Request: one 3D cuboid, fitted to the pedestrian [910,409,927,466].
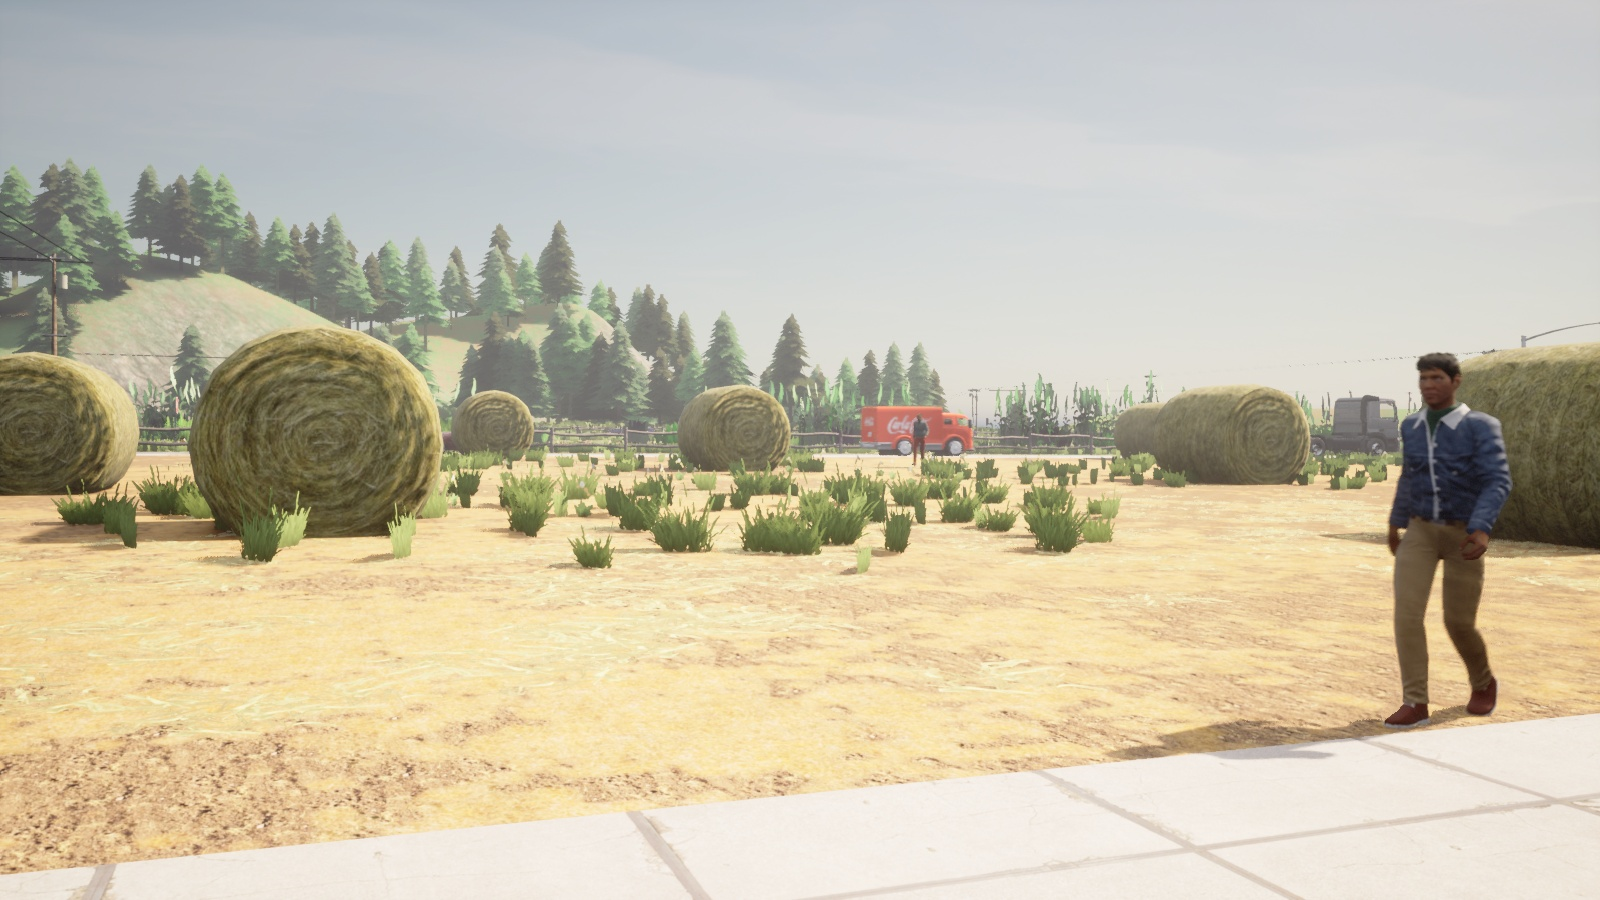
[{"bbox_3d":[3.883,-0.414,41.149,0.353,1.847,0.614,0,1,24],"label":"pedestrian"}]

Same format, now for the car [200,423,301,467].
[{"bbox_3d":[-24.164,-0.248,55.350,3.866,1.878,1.905,-1,1,-17],"label":"car"}]

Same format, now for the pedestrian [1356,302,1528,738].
[{"bbox_3d":[3.080,0.305,6.012,0.788,1.949,0.423,-1,1,-36],"label":"pedestrian"}]

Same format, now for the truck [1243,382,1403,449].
[{"bbox_3d":[28.178,-1.856,67.656,7.936,3.462,2.891,-1,1,-17],"label":"truck"}]

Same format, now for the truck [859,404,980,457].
[{"bbox_3d":[5.763,-0.974,60.822,5.204,2.467,2.627,-1,1,-17],"label":"truck"}]

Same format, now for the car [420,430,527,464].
[{"bbox_3d":[-15.109,-0.174,58.117,4.674,1.442,1.812,-1,1,-17],"label":"car"}]
